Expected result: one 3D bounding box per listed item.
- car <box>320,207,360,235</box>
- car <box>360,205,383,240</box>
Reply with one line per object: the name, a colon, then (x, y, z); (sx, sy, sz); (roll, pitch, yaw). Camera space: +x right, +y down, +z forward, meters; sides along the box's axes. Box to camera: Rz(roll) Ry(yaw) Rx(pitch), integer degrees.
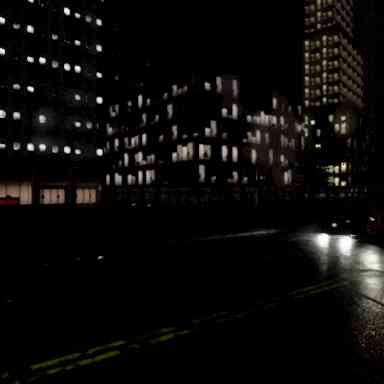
car: (9.065, 1.543, 18.811); (4.181, 1.385, 1.994); (0, 0, -39)
car: (10.482, 1.200, 15.770); (5.566, 2.045, 2.150); (0, 0, -39)
